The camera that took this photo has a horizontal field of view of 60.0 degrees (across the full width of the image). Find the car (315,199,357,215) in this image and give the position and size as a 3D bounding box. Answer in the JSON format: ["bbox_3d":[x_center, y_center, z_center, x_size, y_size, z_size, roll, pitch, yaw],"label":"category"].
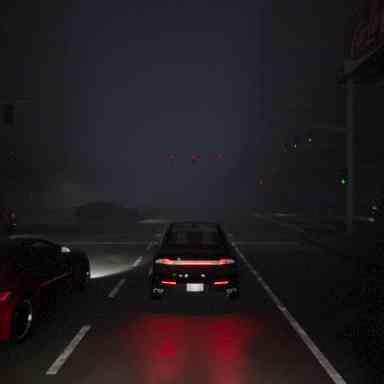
[{"bbox_3d":[14.807,1.491,33.024,4.902,1.511,2.128,0,0,0],"label":"car"}]

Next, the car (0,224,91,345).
[{"bbox_3d":[-3.442,1.564,6.395,1.994,1.385,4.181,0,0,0],"label":"car"}]

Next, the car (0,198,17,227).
[{"bbox_3d":[-11.647,1.223,18.571,2.150,2.045,5.566,2,-2,-44],"label":"car"}]

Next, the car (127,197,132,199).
[{"bbox_3d":[-10.574,1.547,54.112,2.033,1.411,5.357,0,0,0],"label":"car"}]

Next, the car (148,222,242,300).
[{"bbox_3d":[0.068,1.492,8.372,2.128,1.511,4.902,0,0,0],"label":"car"}]

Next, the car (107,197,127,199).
[{"bbox_3d":[-10.588,1.491,44.369,2.128,1.511,4.902,0,0,0],"label":"car"}]

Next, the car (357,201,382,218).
[{"bbox_3d":[17.704,1.352,29.537,4.553,1.767,2.097,0,0,0],"label":"car"}]

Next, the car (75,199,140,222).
[{"bbox_3d":[-6.480,1.504,25.701,4.892,1.490,1.837,0,0,0],"label":"car"}]

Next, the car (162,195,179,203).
[{"bbox_3d":[-4.599,1.326,70.581,2.097,1.767,4.553,0,0,-27],"label":"car"}]
